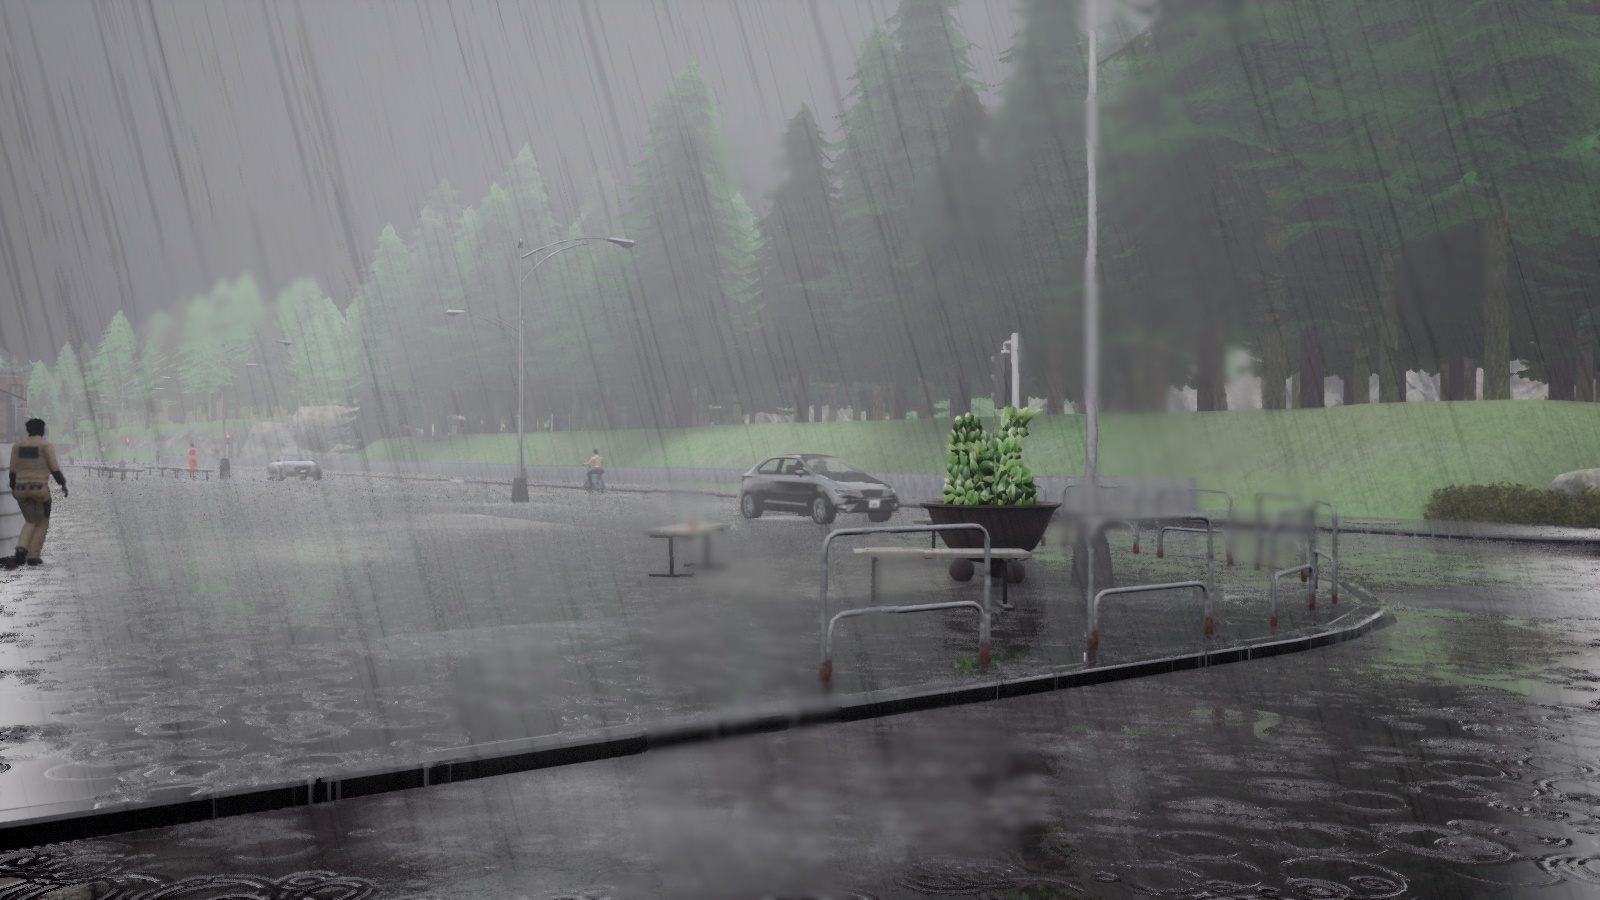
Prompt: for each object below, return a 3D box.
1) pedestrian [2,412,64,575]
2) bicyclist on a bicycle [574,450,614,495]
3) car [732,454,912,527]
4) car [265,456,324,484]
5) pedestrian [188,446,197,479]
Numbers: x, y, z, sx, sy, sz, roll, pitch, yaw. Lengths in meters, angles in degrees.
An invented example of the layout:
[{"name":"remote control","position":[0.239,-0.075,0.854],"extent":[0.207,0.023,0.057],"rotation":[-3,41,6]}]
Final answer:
[{"name":"pedestrian","position":[-9.312,0.512,15.262],"extent":[0.396,1.930,0.692],"rotation":[0,0,-8]},{"name":"bicyclist on a bicycle","position":[-7.537,0.809,45.875],"extent":[0.866,1.612,1.509],"rotation":[0,0,-35]},{"name":"car","position":[0.397,0.825,27.577],"extent":[1.816,1.474,4.193],"rotation":[0,0,-35]},{"name":"car","position":[-26.653,1.027,66.190],"extent":[1.994,1.385,4.181],"rotation":[0,0,-35]},{"name":"pedestrian","position":[-33.613,0.696,69.479],"extent":[0.345,1.836,0.594],"rotation":[0,0,-38]}]
